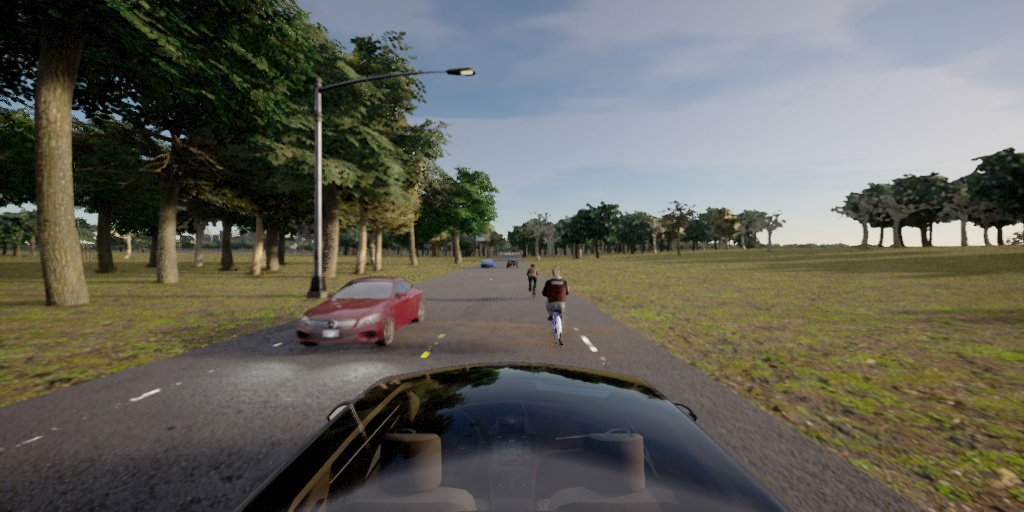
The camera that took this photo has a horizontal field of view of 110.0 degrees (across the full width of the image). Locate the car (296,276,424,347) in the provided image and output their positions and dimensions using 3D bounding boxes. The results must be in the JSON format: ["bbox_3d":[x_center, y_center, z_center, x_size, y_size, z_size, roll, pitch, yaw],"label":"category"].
[{"bbox_3d":[-3.599,1.275,9.437,1.812,1.442,4.674,0,0,0],"label":"car"}]

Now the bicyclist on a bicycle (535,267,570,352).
[{"bbox_3d":[0.963,1.121,8.004,0.659,1.776,1.843,0,0,0],"label":"bicyclist on a bicycle"}]

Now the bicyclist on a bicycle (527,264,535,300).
[{"bbox_3d":[0.963,1.196,16.668,0.582,1.620,1.656,0,0,0],"label":"bicyclist on a bicycle"}]

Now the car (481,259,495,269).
[{"bbox_3d":[-3.580,1.112,53.277,1.882,1.535,5.008,0,0,0],"label":"car"}]

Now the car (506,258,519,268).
[{"bbox_3d":[0.102,1.117,59.035,1.837,1.490,4.892,0,1,0],"label":"car"}]
